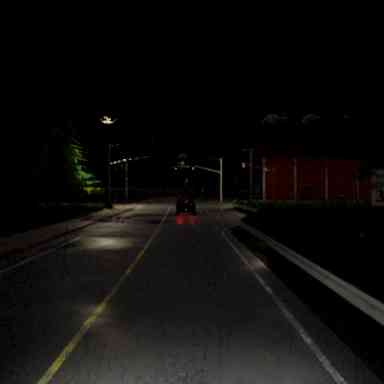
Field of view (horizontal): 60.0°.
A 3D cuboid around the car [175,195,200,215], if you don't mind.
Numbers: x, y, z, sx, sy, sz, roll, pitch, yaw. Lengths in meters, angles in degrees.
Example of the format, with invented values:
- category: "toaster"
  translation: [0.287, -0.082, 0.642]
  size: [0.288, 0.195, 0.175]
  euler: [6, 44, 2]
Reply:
- category: "car"
  translation: [-0.636, 1.374, 32.514]
  size: [2.128, 1.511, 4.902]
  euler: [0, 0, -2]
